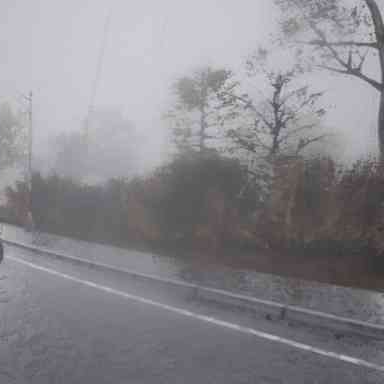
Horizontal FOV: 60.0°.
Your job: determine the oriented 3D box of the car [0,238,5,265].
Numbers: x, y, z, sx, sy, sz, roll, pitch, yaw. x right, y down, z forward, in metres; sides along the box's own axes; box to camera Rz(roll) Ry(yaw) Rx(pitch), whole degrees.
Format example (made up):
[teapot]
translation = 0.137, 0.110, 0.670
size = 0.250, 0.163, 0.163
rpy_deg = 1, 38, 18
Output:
[car]
translation = -7.569, 1.549, 10.490
size = 4.181, 1.385, 1.994
rpy_deg = 0, 0, 43
